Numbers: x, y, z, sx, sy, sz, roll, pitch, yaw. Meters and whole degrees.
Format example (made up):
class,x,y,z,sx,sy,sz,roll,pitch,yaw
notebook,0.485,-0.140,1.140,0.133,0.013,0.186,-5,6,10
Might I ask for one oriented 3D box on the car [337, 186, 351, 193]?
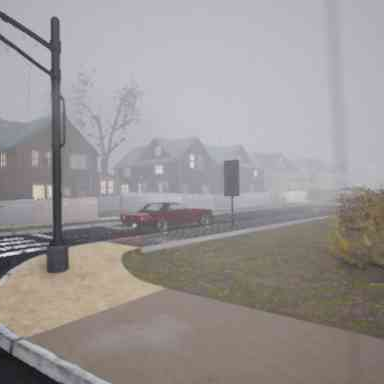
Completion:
class,x,y,z,sx,sy,sz,roll,pitch,yaw
car,20.806,0.262,43.859,2.150,2.045,5.566,-2,0,43

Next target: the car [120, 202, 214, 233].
class,x,y,z,sx,sy,sz,roll,pitch,yaw
car,-1.041,1.144,16.204,1.895,1.301,4.718,-2,0,43
